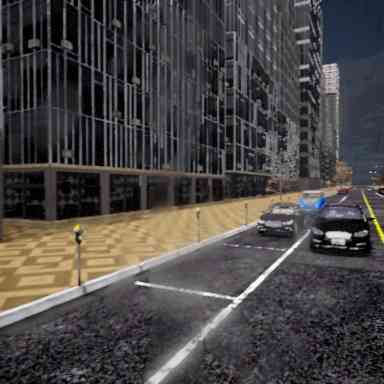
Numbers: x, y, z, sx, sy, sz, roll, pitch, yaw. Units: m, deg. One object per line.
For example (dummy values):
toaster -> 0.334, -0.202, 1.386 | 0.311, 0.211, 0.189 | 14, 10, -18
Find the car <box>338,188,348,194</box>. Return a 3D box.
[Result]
car -> 35.115, -0.161, 77.227 | 1.802, 1.307, 4.206 | 1, 2, 27

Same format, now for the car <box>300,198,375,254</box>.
car -> 5.630, 1.221, 12.531 | 2.128, 1.511, 4.902 | 1, 2, 26

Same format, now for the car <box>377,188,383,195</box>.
car -> 42.601, -0.109, 73.460 | 1.947, 1.339, 4.313 | 1, 2, 27

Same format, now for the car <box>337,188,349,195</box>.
car -> 32.560, -0.077, 72.139 | 1.887, 1.381, 4.507 | 1, 2, 27

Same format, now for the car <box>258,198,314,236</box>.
car -> 4.463, 1.209, 16.191 | 2.008, 1.369, 4.403 | 1, 1, 27

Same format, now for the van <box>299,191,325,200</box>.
van -> 9.572, 0.777, 26.359 | 1.690, 1.788, 3.998 | 1, 1, 27
